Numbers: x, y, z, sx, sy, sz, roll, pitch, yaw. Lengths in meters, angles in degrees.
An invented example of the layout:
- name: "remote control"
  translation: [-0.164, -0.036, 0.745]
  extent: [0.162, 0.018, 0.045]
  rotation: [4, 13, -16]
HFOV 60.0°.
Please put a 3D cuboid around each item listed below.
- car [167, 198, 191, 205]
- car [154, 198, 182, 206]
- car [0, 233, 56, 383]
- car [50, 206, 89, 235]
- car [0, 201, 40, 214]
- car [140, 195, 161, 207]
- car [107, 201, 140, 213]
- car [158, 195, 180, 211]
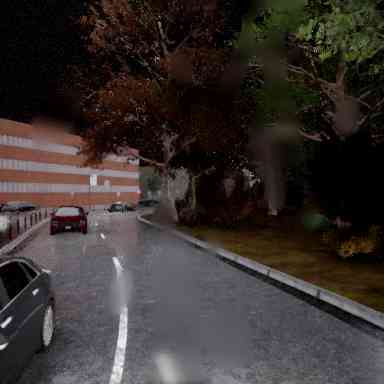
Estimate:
- name: "car"
  translation: [-2.723, 1.922, 69.170]
  extent: [4.674, 1.452, 2.002]
  rotation: [0, 0, 20]
- name: "car"
  translation: [-4.647, 1.860, 63.857]
  extent: [5.008, 1.535, 2.097]
  rotation: [0, 0, 20]
- name: "car"
  translation: [-2.713, 1.507, 3.231]
  extent: [1.837, 1.490, 4.892]
  rotation: [0, 0, -9]
- name: "car"
  translation: [-7.056, 1.551, 19.269]
  extent: [1.882, 1.535, 5.008]
  rotation: [0, 0, -18]
- name: "car"
  translation: [-20.311, 1.814, 39.694]
  extent: [2.128, 1.511, 4.902]
  rotation: [0, 0, 21]
- name: "car"
  translation: [-6.590, 1.582, 58.550]
  extent: [5.566, 2.045, 2.435]
  rotation: [0, 0, 20]
- name: "car"
  translation: [-8.444, 1.808, 40.193]
  extent: [1.994, 1.385, 4.181]
  rotation: [0, 0, 19]
- name: "car"
  translation: [-2.485, 1.657, 47.089]
  extent: [2.097, 1.767, 4.553]
  rotation: [0, 0, 20]
